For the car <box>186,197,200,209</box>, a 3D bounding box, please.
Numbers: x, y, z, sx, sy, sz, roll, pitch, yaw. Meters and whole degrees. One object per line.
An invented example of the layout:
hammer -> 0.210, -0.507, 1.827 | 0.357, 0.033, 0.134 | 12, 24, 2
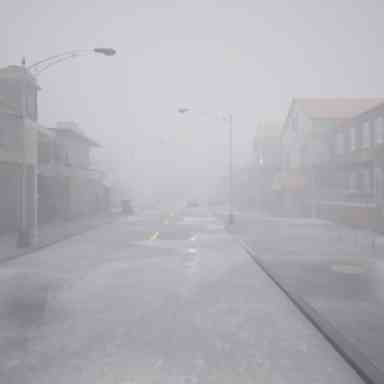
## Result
car -> 0.120, 1.605, 47.643 | 2.033, 1.411, 5.357 | 0, 0, -1

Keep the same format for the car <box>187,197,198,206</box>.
car -> 0.019, 1.575, 58.134 | 1.837, 1.490, 4.892 | 0, 0, 0
